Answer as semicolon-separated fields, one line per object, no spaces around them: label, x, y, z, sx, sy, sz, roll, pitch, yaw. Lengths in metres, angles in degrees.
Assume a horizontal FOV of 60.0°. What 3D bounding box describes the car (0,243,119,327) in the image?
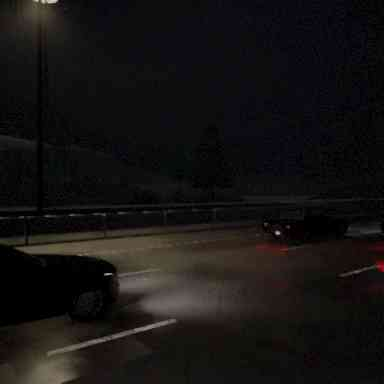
car;-3.550;1.525;5.513;4.674;1.442;1.812;0;0;-36

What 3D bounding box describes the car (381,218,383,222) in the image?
car;10.870;1.460;15.812;4.902;1.511;2.128;0;0;-36

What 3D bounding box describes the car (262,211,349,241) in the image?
car;5.714;1.575;16.429;4.718;1.301;1.895;0;0;-36

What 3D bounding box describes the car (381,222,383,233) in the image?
car;7.556;1.527;9.145;5.357;1.411;2.033;0;0;-36
